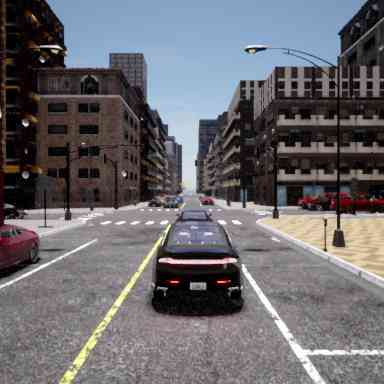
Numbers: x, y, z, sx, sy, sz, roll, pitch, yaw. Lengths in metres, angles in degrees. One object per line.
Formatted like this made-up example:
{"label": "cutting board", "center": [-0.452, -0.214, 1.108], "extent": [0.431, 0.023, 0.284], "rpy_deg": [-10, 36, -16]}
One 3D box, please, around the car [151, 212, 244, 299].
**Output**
{"label": "car", "center": [0.111, 1.491, 8.439], "extent": [2.128, 1.511, 4.902], "rpy_deg": [0, 0, 0]}

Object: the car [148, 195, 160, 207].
{"label": "car", "center": [-5.641, 1.578, 51.255], "extent": [1.947, 1.339, 4.313], "rpy_deg": [0, 0, 0]}

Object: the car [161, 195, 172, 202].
{"label": "car", "center": [-5.620, 1.466, 73.985], "extent": [1.967, 1.590, 4.097], "rpy_deg": [0, 0, 0]}

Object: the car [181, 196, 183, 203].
{"label": "car", "center": [-3.024, 1.616, 58.136], "extent": [1.895, 1.301, 4.718], "rpy_deg": [0, 0, 0]}

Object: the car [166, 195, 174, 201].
{"label": "car", "center": [-5.609, 1.476, 85.351], "extent": [1.967, 1.590, 4.097], "rpy_deg": [0, 0, 0]}

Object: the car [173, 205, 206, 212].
{"label": "car", "center": [0.116, 1.564, 17.054], "extent": [1.994, 1.385, 4.181], "rpy_deg": [0, 0, 0]}

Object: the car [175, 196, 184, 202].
{"label": "car", "center": [-2.924, 1.568, 79.072], "extent": [2.033, 1.411, 5.357], "rpy_deg": [0, 0, 0]}

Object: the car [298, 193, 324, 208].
{"label": "car", "center": [14.595, 1.013, 37.551], "extent": [5.009, 1.841, 2.192], "rpy_deg": [-1, 1, 0]}

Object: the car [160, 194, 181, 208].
{"label": "car", "center": [-3.019, 1.362, 48.203], "extent": [2.097, 1.767, 4.553], "rpy_deg": [0, 0, 0]}

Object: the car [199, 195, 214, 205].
{"label": "car", "center": [2.744, 1.455, 56.932], "extent": [1.967, 1.590, 4.097], "rpy_deg": [0, 0, 0]}

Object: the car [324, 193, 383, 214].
{"label": "car", "center": [14.722, 1.028, 29.173], "extent": [5.009, 1.841, 2.192], "rpy_deg": [-1, 1, 0]}

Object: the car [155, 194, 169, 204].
{"label": "car", "center": [-5.631, 1.333, 62.620], "extent": [2.192, 1.841, 5.009], "rpy_deg": [0, 0, 0]}

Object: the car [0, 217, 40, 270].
{"label": "car", "center": [-5.732, 1.581, 9.232], "extent": [1.802, 1.307, 4.206], "rpy_deg": [0, 0, 0]}

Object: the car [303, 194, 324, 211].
{"label": "car", "center": [14.600, 1.229, 34.981], "extent": [4.674, 1.442, 1.812], "rpy_deg": [-1, 0, 0]}

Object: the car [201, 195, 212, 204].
{"label": "car", "center": [2.750, 1.458, 62.614], "extent": [1.967, 1.590, 4.097], "rpy_deg": [0, 0, 0]}

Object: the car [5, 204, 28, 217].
{"label": "car", "center": [-18.140, 1.804, 31.524], "extent": [4.902, 1.511, 2.128], "rpy_deg": [-1, 0, 0]}
